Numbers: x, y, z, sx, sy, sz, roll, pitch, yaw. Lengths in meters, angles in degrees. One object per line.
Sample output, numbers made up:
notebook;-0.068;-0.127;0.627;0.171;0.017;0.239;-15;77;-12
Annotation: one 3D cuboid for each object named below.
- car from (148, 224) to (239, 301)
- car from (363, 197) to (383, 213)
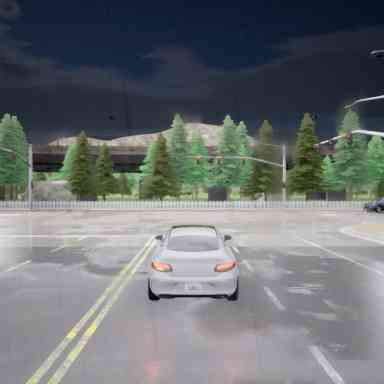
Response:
car;0.033;1.526;8.216;1.812;1.442;4.674;0;0;0
car;20.734;1.296;35.348;4.553;1.767;2.097;0;0;0
